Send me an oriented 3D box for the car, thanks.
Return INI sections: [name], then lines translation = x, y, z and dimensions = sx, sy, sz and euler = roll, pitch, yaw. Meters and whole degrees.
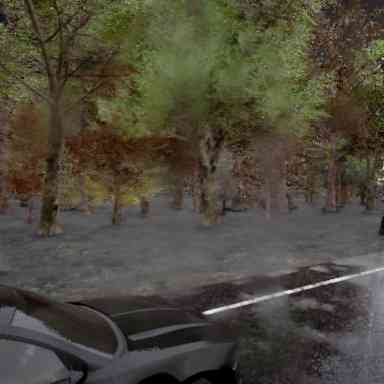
[car]
translation = -1.809, 1.477, 2.449
dimensions = 5.008, 1.535, 1.882
euler = 0, 0, -35
